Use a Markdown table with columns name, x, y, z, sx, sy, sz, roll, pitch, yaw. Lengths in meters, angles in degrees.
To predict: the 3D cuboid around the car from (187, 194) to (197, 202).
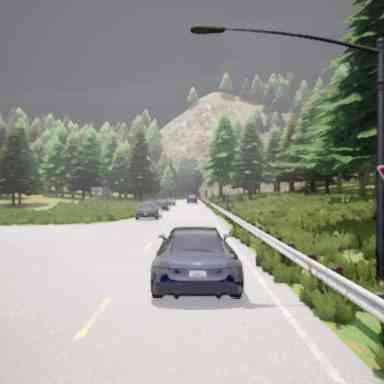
| name | x | y | z | sx | sy | sz | roll | pitch | yaw |
| --- | --- | --- | --- | --- | --- | --- | --- | --- | --- |
| car | 0.012 | 1.223 | 71.035 | 1.882 | 1.535 | 5.008 | 0 | 0 | 0 |

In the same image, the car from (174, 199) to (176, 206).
| name | x | y | z | sx | sy | sz | roll | pitch | yaw |
| --- | --- | --- | --- | --- | --- | --- | --- | --- | --- |
| car | -3.579 | 1.540 | 52.514 | 1.895 | 1.301 | 4.718 | 0 | 0 | 0 |

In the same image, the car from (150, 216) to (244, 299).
| name | x | y | z | sx | sy | sz | roll | pitch | yaw |
| --- | --- | --- | --- | --- | --- | --- | --- | --- | --- |
| car | 0.062 | 1.552 | 8.470 | 1.994 | 1.385 | 4.181 | 0 | 0 | -1 |

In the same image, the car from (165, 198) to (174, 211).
| name | x | y | z | sx | sy | sz | roll | pitch | yaw |
| --- | --- | --- | --- | --- | --- | --- | --- | --- | --- |
| car | -3.589 | 1.502 | 39.401 | 2.033 | 1.411 | 5.357 | 0 | 0 | 0 |

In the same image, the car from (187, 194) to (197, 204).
| name | x | y | z | sx | sy | sz | roll | pitch | yaw |
| --- | --- | --- | --- | --- | --- | --- | --- | --- | --- |
| car | 0.010 | 1.408 | 60.657 | 1.882 | 1.535 | 5.008 | 0 | 0 | 0 |

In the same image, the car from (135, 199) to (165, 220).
| name | x | y | z | sx | sy | sz | roll | pitch | yaw |
| --- | --- | --- | --- | --- | --- | --- | --- | --- | --- |
| car | -3.593 | 1.472 | 27.991 | 1.837 | 1.490 | 4.892 | 0 | 0 | 0 |
